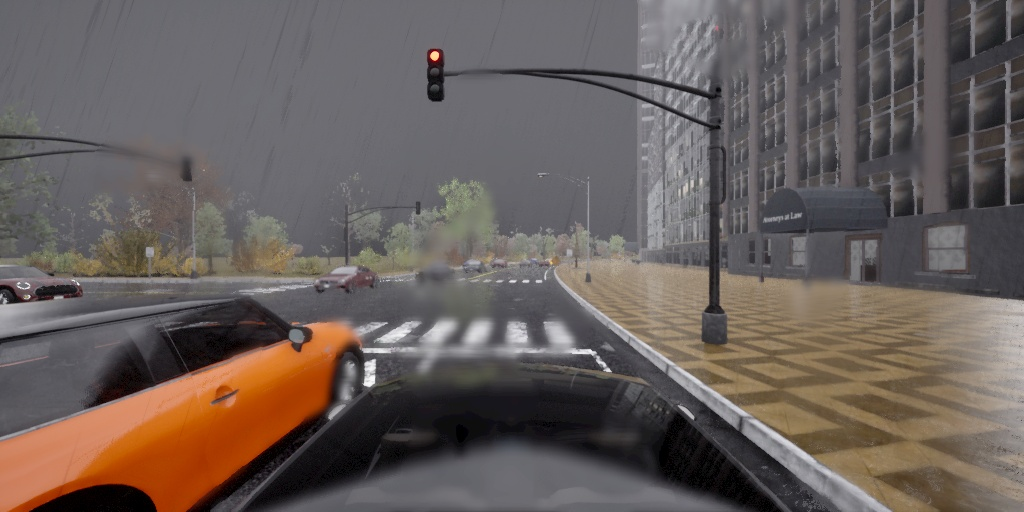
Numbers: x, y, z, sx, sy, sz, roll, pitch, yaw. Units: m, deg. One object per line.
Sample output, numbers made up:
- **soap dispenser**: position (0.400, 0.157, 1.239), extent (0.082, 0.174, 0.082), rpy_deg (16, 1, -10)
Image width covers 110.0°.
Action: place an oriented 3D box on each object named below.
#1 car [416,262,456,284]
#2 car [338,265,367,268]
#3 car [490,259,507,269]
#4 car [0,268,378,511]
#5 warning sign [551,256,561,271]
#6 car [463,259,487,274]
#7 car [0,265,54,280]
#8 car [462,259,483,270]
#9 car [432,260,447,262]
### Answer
- **car**: position (-5.642, 1.348, 27.024), extent (1.895, 1.301, 4.718), rpy_deg (0, 0, 4)
- **car**: position (-9.288, 1.272, 20.545), extent (1.812, 1.442, 4.674), rpy_deg (0, 0, 3)
- **car**: position (-2.012, 1.230, 58.582), extent (1.882, 1.535, 5.008), rpy_deg (0, 0, 9)
- **car**: position (-3.103, 1.102, 3.187), extent (2.097, 1.767, 4.553), rpy_deg (0, 0, 0)
- **warning sign**: position (5.451, 0.868, 44.118), extent (1.300, 1.860, 1.060), rpy_deg (0, 0, 7)
- **car**: position (-4.252, 1.274, 42.022), extent (1.812, 1.442, 4.674), rpy_deg (0, 0, 7)
- **car**: position (-20.969, 1.159, 14.958), extent (4.553, 1.767, 2.097), rpy_deg (0, 0, 4)
- **car**: position (-5.951, 1.227, 54.314), extent (1.882, 1.535, 5.008), rpy_deg (0, 0, 8)
- **car**: position (-7.900, 1.238, 38.435), extent (2.128, 1.511, 4.902), rpy_deg (0, 0, 6)
